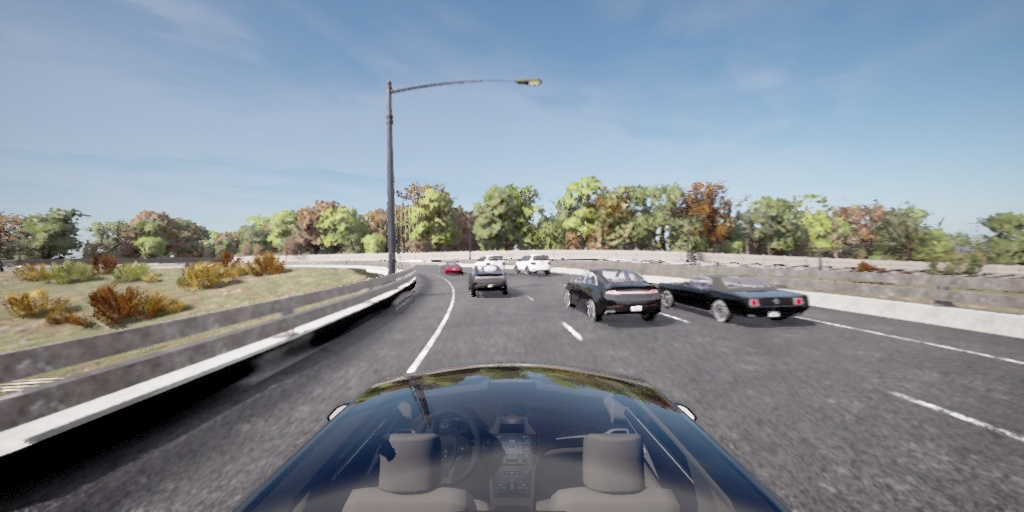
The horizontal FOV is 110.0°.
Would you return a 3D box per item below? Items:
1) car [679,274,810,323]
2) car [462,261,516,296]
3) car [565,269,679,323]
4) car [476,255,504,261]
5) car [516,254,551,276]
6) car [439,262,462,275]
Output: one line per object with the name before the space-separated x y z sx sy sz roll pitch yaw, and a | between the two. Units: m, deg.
car | 6.567 1.207 11.437 1.895 1.301 4.718 -1 0 -5
car | -1.390 1.214 19.268 2.128 1.511 4.902 -1 0 -9
car | 3.052 1.159 11.800 2.128 1.511 4.902 -1 0 -5
car | -2.367 0.906 37.741 2.150 2.045 5.566 -1 0 -19
car | 2.007 0.837 35.492 2.150 2.045 5.566 -1 0 -17
car | -6.764 1.320 39.462 1.994 1.385 4.181 -1 0 -21
